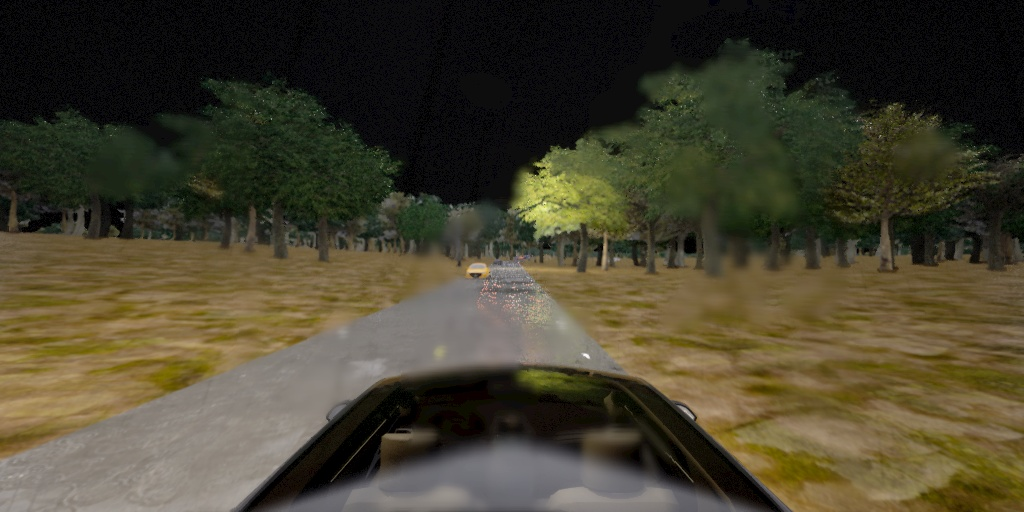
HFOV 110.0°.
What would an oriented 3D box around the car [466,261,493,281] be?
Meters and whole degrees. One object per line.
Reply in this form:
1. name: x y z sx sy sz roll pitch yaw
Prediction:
1. car: -3.090 1.406 33.102 1.882 1.535 5.008 0 0 0
